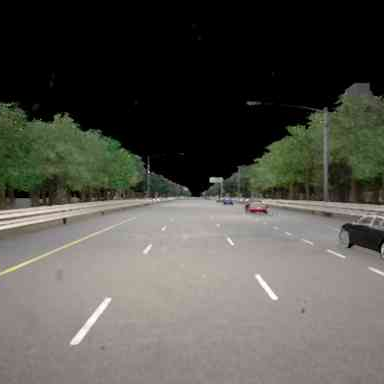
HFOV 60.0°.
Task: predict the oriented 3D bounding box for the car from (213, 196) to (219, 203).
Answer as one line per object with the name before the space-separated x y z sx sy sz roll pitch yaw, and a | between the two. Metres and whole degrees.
car | 7.393 2.355 89.537 1.895 1.301 4.718 0 -1 1

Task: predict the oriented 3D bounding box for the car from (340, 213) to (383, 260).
car | 7.002 1.498 11.817 2.128 1.511 4.902 0 0 0

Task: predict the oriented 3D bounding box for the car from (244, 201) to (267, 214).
car | 7.058 1.687 37.231 1.994 1.385 4.181 0 0 0

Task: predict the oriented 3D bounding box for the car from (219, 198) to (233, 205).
car | 7.222 2.007 68.454 1.812 1.442 4.674 0 -1 0
